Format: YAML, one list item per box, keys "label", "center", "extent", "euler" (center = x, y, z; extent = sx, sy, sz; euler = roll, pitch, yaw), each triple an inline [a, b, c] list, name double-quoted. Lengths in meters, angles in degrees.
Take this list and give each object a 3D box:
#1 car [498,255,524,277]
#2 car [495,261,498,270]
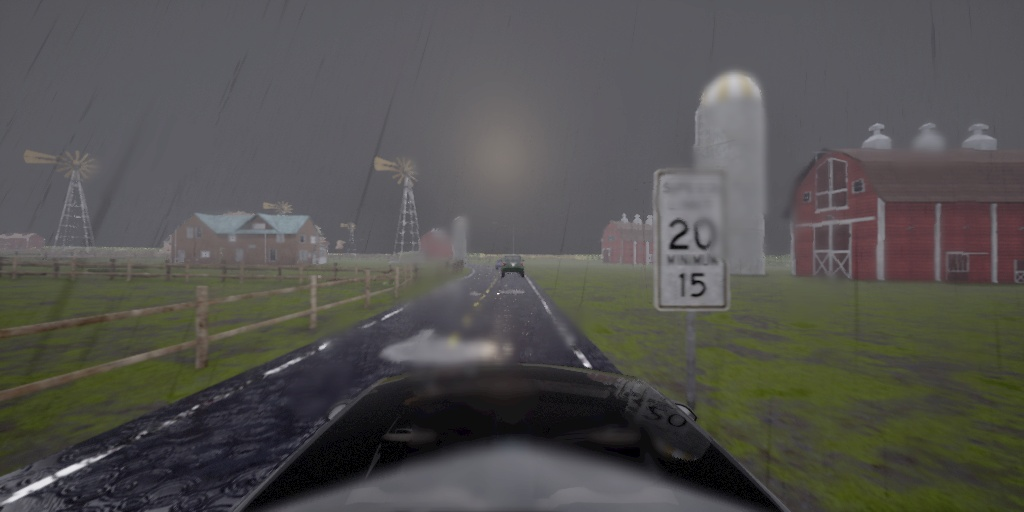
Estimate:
- label: "car"
  center: [0.002, 0.953, 35.059]
  extent: [2.150, 2.045, 5.566]
  euler: [0, -1, -2]
- label: "car"
  center: [-1.408, 1.242, 51.662]
  extent: [1.812, 1.442, 4.674]
  euler: [0, 0, -7]
